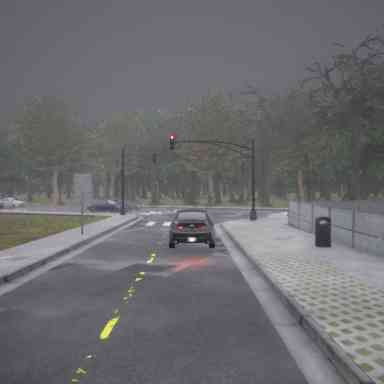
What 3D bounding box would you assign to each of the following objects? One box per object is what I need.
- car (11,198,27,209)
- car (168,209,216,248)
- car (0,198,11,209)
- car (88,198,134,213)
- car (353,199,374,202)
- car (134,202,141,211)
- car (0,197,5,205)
[{"bbox_3d":[-25.274,1.556,46.457,4.674,1.442,1.812,0,0,23],"label":"car"},{"bbox_3d":[0.001,1.508,14.736,1.837,1.490,4.892,0,0,0],"label":"car"},{"bbox_3d":[-26.601,1.523,43.490,4.892,1.490,1.837,0,0,23],"label":"car"},{"bbox_3d":[-9.060,1.522,35.922,4.674,1.442,1.812,0,0,23],"label":"car"},{"bbox_3d":[16.204,1.463,32.283,4.902,1.511,2.128,0,0,22],"label":"car"},{"bbox_3d":[-8.363,1.500,39.158,4.902,1.511,2.128,0,0,23],"label":"car"},{"bbox_3d":[-35.346,1.554,58.036,4.902,1.511,2.128,0,0,24],"label":"car"}]
